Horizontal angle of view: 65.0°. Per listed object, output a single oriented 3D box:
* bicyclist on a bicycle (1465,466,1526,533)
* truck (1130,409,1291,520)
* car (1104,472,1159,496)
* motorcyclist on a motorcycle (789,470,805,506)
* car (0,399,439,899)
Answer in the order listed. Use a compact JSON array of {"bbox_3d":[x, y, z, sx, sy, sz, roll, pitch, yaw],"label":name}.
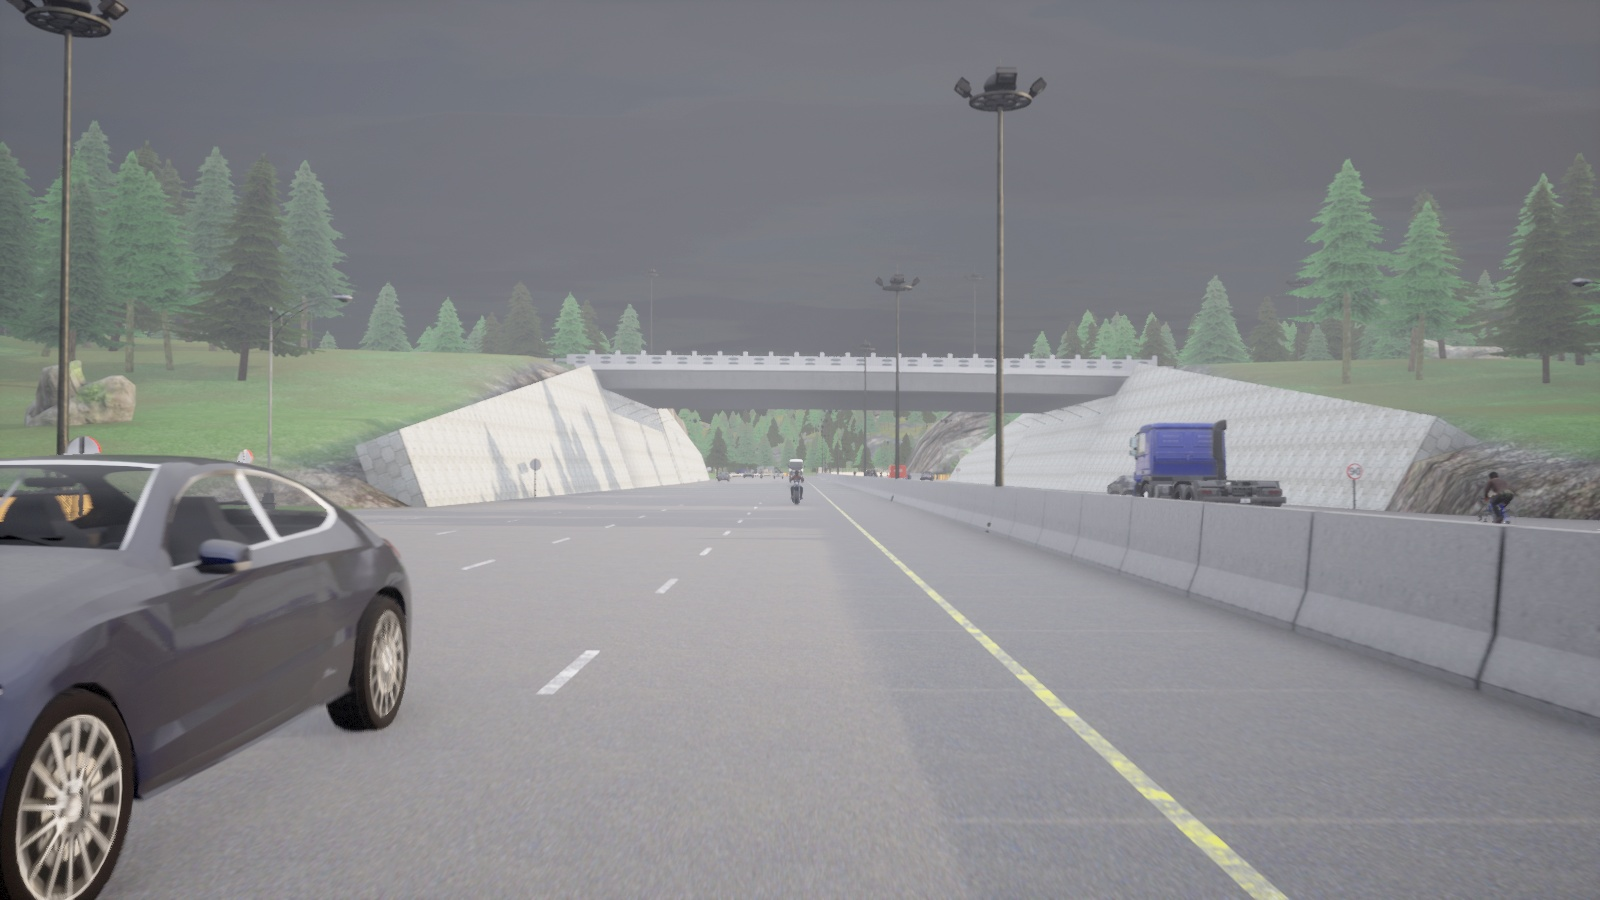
[{"bbox_3d":[17.424,1.232,31.503,0.582,1.620,1.656,0,-1,0],"label":"bicyclist on a bicycle"},{"bbox_3d":[13.892,0.511,43.297,2.891,3.462,7.936,0,-1,0],"label":"truck"},{"bbox_3d":[20.811,2.120,79.152,2.033,1.411,5.357,0,-1,0],"label":"car"},{"bbox_3d":[-0.141,1.764,58.951,0.766,1.649,2.350,0,-1,0],"label":"motorcyclist on a motorcycle"},{"bbox_3d":[-3.515,0.709,5.997,2.152,1.651,5.027,0,-1,0],"label":"car"}]
